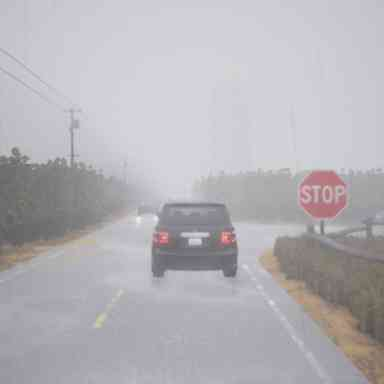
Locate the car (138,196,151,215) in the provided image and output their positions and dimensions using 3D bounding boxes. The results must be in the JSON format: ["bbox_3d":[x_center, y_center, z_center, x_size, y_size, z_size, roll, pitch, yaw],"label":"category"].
[{"bbox_3d":[-4.264,1.422,32.850,1.882,1.535,5.008,0,0,-4],"label":"car"}]

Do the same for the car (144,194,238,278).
[{"bbox_3d":[0.053,1.204,10.173,2.150,2.045,5.566,0,0,0],"label":"car"}]

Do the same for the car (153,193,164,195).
[{"bbox_3d":[-5.754,1.129,56.214,2.150,2.045,5.566,0,0,0],"label":"car"}]

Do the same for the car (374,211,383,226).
[{"bbox_3d":[13.793,1.456,20.373,4.902,1.511,2.128,0,0,0],"label":"car"}]

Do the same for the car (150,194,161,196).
[{"bbox_3d":[-5.102,1.405,43.206,1.882,1.535,5.008,0,0,-5],"label":"car"}]
